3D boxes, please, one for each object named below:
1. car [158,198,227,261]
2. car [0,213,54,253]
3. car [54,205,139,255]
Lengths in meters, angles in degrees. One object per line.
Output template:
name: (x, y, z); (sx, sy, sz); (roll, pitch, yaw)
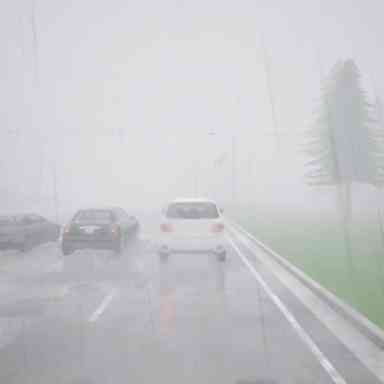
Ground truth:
car: (0.030, 1.217, 12.353); (2.150, 2.045, 5.566); (0, 0, 1)
car: (-6.956, 1.559, 13.655); (1.994, 1.385, 4.181); (0, 0, 1)
car: (-3.458, 1.345, 13.392); (2.097, 1.767, 4.553); (0, 0, 1)
